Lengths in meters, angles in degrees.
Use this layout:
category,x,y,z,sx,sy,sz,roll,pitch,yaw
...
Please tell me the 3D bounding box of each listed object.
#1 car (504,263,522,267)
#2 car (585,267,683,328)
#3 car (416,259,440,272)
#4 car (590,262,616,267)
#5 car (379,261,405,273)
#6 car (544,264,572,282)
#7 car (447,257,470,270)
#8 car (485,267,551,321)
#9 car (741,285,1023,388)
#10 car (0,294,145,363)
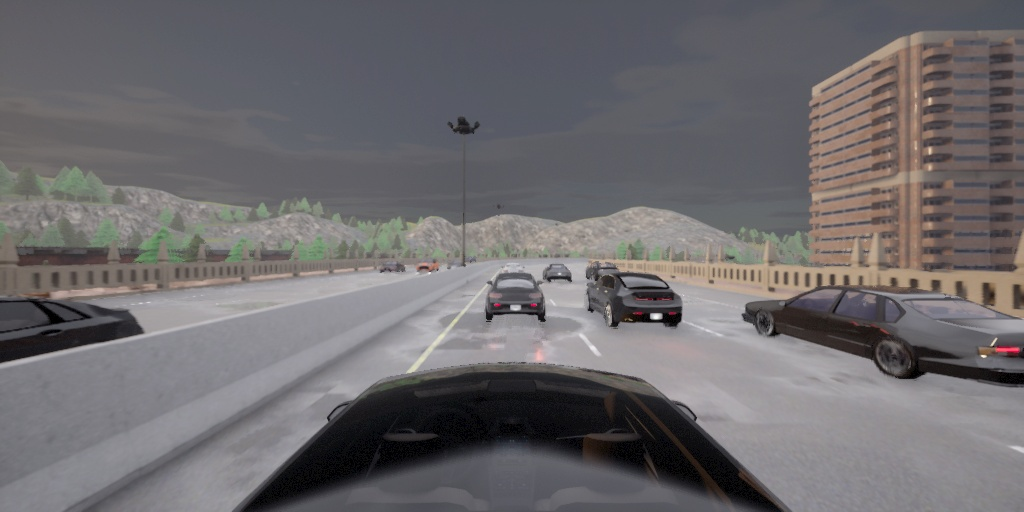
category,x,y,z,sx,sy,sz,roll,pitch,yaw
car,0.098,1.283,29.680,1.812,1.442,4.674,0,0,0
car,3.603,1.257,11.381,1.837,1.490,4.892,0,0,0
car,-10.560,1.115,45.195,2.097,1.767,4.553,0,0,0
car,7.111,1.248,28.456,2.128,1.511,4.902,0,0,0
car,-14.063,1.327,42.326,1.994,1.385,4.181,0,0,0
car,3.609,1.321,29.162,1.994,1.385,4.181,0,0,0
car,-7.055,1.254,46.111,2.128,1.511,4.902,0,0,0
car,0.105,1.279,12.339,1.812,1.442,4.674,0,0,0
car,7.102,1.298,7.184,2.033,1.411,5.357,0,0,0
car,-7.099,1.256,3.935,1.837,1.490,4.892,0,0,0
